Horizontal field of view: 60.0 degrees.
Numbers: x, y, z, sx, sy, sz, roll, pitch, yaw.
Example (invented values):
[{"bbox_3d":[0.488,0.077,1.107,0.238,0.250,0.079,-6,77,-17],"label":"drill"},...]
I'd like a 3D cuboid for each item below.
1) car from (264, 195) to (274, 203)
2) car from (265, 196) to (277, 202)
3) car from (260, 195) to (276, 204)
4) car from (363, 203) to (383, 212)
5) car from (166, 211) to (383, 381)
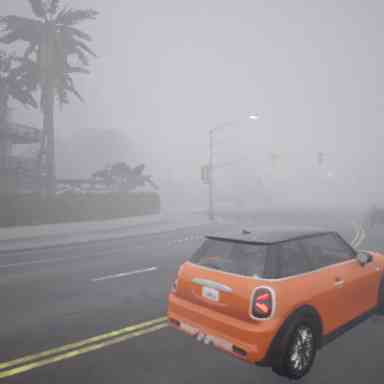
[{"bbox_3d":[18.038,1.581,77.697,2.185,1.767,4.553,0,0,15],"label":"car"},{"bbox_3d":[20.939,1.736,88.075,2.231,1.521,4.892,0,0,25],"label":"car"},{"bbox_3d":[16.463,1.689,71.466,2.097,1.535,5.008,0,0,15],"label":"car"},{"bbox_3d":[12.974,1.512,22.759,1.882,1.535,5.008,0,0,20],"label":"car"},{"bbox_3d":[1.823,1.369,5.832,4.553,1.767,2.097,0,0,-42],"label":"car"}]
